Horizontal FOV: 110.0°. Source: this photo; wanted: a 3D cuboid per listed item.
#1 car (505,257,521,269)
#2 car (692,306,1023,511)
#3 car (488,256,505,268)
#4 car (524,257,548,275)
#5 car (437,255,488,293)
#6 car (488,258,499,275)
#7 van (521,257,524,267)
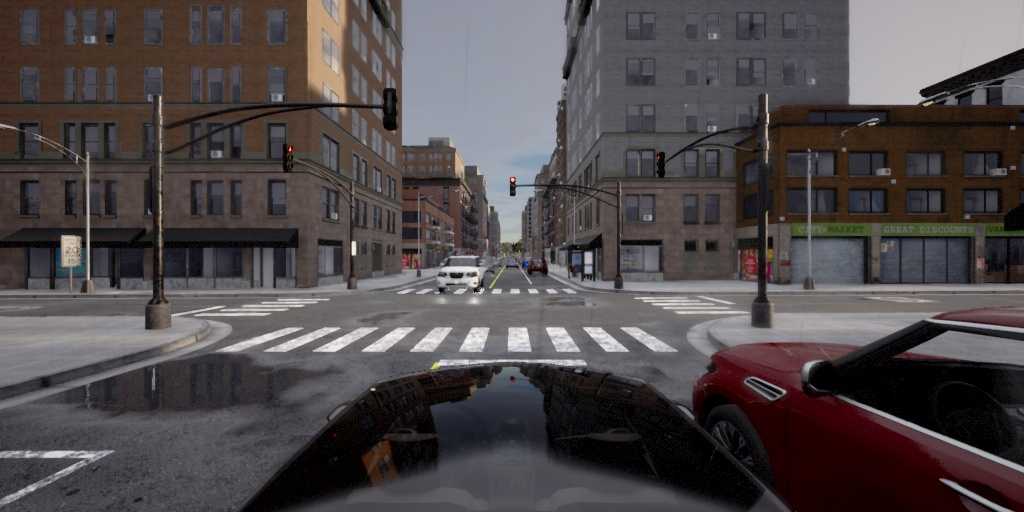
[{"bbox_3d":[0.068,1.306,57.962,1.994,1.385,4.181,0,0,0],"label":"car"},{"bbox_3d":[2.638,1.065,1.167,2.192,1.841,5.009,0,0,0],"label":"car"},{"bbox_3d":[-2.741,1.234,61.863,2.128,1.511,4.902,0,0,0],"label":"car"},{"bbox_3d":[2.715,1.060,38.538,2.192,1.841,5.009,0,0,0],"label":"car"},{"bbox_3d":[-2.844,0.969,21.065,2.150,2.045,5.566,0,0,0],"label":"car"},{"bbox_3d":[-2.837,1.237,39.632,2.128,1.511,4.902,0,0,0],"label":"car"},{"bbox_3d":[2.704,1.084,54.756,1.690,1.789,3.998,0,0,0],"label":"van"}]
